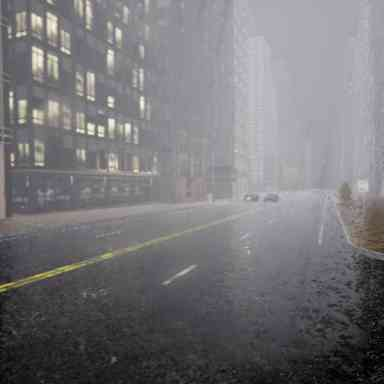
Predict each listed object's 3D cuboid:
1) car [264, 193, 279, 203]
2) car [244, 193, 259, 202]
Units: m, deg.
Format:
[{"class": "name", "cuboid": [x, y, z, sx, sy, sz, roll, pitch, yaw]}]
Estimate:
[{"class": "car", "cuboid": [12.872, 0.943, 53.602, 2.033, 1.411, 5.357, 0, 1, 22]}, {"class": "car", "cuboid": [9.865, 0.889, 54.834, 2.128, 1.511, 4.902, 0, 1, 22]}]
